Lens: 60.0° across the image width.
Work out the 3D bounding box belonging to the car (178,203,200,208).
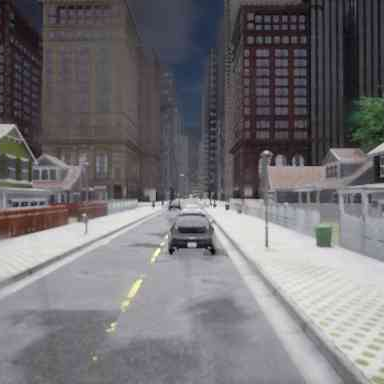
[{"bbox_3d":[0.012,1.837,29.366,1.812,1.442,4.674,0,0,0],"label":"car"}]

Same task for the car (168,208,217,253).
[{"bbox_3d":[0.008,1.651,14.285,1.837,1.490,4.892,0,0,0],"label":"car"}]

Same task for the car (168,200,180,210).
[{"bbox_3d":[-2.745,2.080,53.262,1.882,1.535,5.008,0,-1,0],"label":"car"}]
